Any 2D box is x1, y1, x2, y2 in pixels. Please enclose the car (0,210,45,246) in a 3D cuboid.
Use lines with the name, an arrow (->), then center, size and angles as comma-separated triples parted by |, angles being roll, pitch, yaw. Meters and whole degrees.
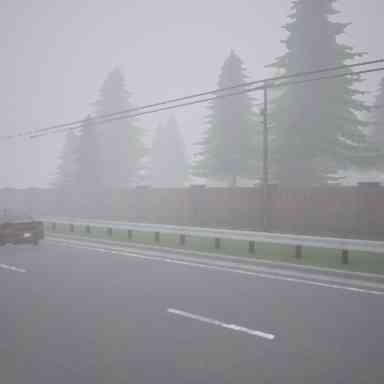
car -> -8.269, 1.482, 14.066 | 5.008, 1.535, 1.882 | 0, 0, 36
